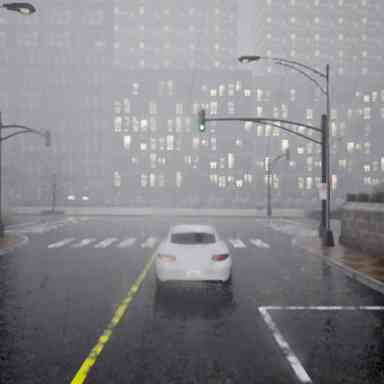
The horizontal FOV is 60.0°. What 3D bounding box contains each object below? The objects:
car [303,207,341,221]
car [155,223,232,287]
[{"bbox_3d":[12.867,2.025,30.911,4.718,1.301,1.895,1,-1,-1],"label":"car"},{"bbox_3d":[0.016,1.599,9.447,1.812,1.442,4.674,0,0,-1],"label":"car"}]
